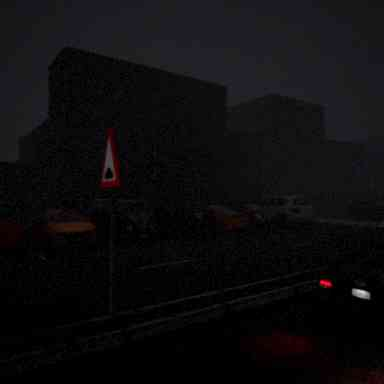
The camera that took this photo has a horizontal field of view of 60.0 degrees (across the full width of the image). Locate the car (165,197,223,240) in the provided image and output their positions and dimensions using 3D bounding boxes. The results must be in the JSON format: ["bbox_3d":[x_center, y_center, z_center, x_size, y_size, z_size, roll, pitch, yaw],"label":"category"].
[{"bbox_3d":[-1.221,1.267,17.790,2.435,2.045,5.566,0,0,-36],"label":"car"}]

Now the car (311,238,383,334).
[{"bbox_3d":[4.533,1.552,6.364,5.357,1.411,2.033,0,0,-35],"label":"car"}]

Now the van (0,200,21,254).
[{"bbox_3d":[-8.004,1.284,13.053,1.878,1.987,4.442,0,0,-36],"label":"van"}]

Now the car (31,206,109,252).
[{"bbox_3d":[-5.696,1.512,14.565,2.097,1.535,5.008,0,0,-36],"label":"car"}]

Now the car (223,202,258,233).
[{"bbox_3d":[1.144,1.521,19.438,2.097,1.535,5.008,0,0,-36],"label":"car"}]

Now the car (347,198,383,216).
[{"bbox_3d":[16.766,1.546,30.568,2.163,1.488,4.792,0,0,-36],"label":"car"}]

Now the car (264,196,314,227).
[{"bbox_3d":[5.513,1.273,22.600,2.435,2.045,5.566,0,0,-36],"label":"car"}]

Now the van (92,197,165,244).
[{"bbox_3d":[-3.381,1.290,16.069,1.878,1.987,4.442,0,0,-36],"label":"van"}]

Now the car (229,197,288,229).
[{"bbox_3d":[3.367,1.397,21.070,2.185,1.767,4.553,0,0,-36],"label":"car"}]

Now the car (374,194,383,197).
[{"bbox_3d":[21.254,1.255,33.774,2.435,2.045,5.566,0,0,-36],"label":"car"}]
